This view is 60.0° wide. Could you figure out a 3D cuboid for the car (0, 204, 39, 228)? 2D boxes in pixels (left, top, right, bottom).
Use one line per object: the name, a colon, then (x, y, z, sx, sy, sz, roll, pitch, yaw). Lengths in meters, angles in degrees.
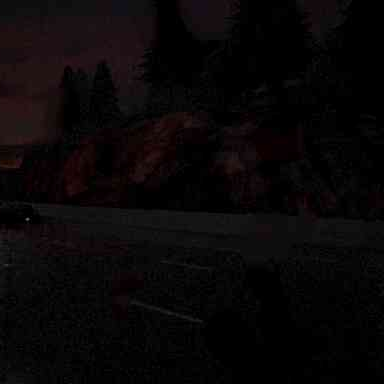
car: (-12.460, 1.589, 23.357, 4.902, 1.511, 2.128, 0, 0, 44)
